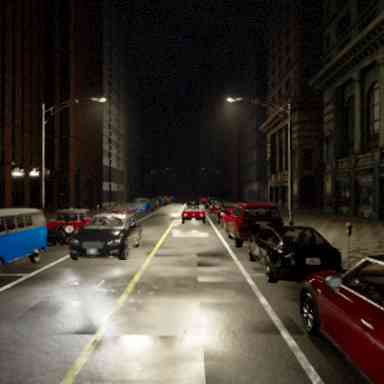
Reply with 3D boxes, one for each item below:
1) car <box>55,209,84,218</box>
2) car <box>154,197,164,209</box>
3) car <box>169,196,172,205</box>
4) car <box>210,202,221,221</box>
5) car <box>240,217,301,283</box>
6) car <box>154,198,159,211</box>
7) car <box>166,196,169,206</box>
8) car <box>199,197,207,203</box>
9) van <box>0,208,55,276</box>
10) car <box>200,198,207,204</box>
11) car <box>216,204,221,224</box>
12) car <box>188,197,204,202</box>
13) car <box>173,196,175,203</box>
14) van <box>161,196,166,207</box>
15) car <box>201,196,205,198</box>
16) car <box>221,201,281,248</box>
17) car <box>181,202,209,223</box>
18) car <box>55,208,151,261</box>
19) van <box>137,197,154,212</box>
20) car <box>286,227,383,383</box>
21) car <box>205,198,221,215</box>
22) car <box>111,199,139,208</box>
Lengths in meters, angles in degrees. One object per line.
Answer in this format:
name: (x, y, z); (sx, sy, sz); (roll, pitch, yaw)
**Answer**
car: (-5.751, 1.545, 15.334); (1.967, 1.590, 4.097); (0, 0, 0)
car: (-5.719, 1.890, 49.151); (2.008, 1.369, 4.403); (0, 0, 0)
car: (-5.703, 1.778, 66.063); (2.192, 1.841, 5.009); (0, 0, 0)
car: (2.785, 1.749, 26.606); (1.947, 1.339, 4.313); (0, 0, 0)
car: (2.769, 1.633, 9.697); (1.947, 1.339, 4.313); (0, 0, 0)
car: (-5.724, 1.823, 43.346); (1.752, 1.417, 4.829); (0, 0, 0)
car: (-5.708, 1.862, 60.425); (1.967, 1.590, 4.097); (0, 0, 0)
car: (2.843, 2.071, 88.605); (1.967, 1.590, 4.097); (0, 0, 0)
van: (-5.757, 1.408, 9.698); (1.690, 1.788, 3.998); (0, 0, 0)
car: (2.838, 2.170, 82.968); (1.802, 1.307, 4.206); (0, 0, 0)
car: (2.780, 1.689, 20.970); (1.887, 1.381, 4.507); (0, 0, 0)
car: (0.143, 1.806, 45.835); (2.128, 1.511, 4.902); (0, -1, 0)
car: (-5.692, 2.111, 77.334); (1.947, 1.339, 4.313); (0, 0, 0)
van: (-5.714, 1.721, 54.790); (1.690, 1.788, 3.998); (0, 0, 0)
car: (2.823, 2.045, 66.059); (1.802, 1.307, 4.206); (0, 0, 0)
car: (2.773, 1.421, 15.336); (2.192, 1.841, 5.009); (0, 0, 0)
car: (0.125, 1.789, 27.308); (1.895, 1.301, 4.718); (0, 0, 0)
car: (-3.080, 1.579, 12.731); (2.128, 1.511, 4.902); (0, 0, 0)
van: (-5.730, 1.601, 37.880); (1.690, 1.788, 3.998); (0, 0, 0)
car: (2.763, 1.469, 4.062); (1.967, 1.590, 4.097); (0, 0, 0)
car: (2.795, 1.701, 37.878); (1.967, 1.590, 4.097); (0, 0, 0)
car: (-5.740, 1.623, 26.607); (1.967, 1.590, 4.097); (0, 0, 0)
